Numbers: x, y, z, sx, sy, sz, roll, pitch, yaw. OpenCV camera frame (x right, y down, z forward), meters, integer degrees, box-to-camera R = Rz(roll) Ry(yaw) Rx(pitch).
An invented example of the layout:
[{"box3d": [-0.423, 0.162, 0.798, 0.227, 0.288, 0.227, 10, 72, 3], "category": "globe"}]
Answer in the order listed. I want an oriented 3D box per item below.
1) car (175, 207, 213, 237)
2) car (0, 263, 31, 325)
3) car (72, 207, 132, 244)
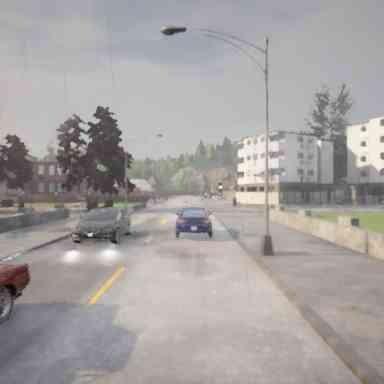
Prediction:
[{"box3d": [0.096, 1.511, 17.713, 1.812, 1.442, 4.674, 0, 0, 0], "category": "car"}, {"box3d": [-4.087, 1.597, 4.264, 1.895, 1.301, 4.718, 0, 0, 0], "category": "car"}, {"box3d": [-4.075, 1.492, 15.769, 1.837, 1.490, 4.892, 0, 0, 0], "category": "car"}]
